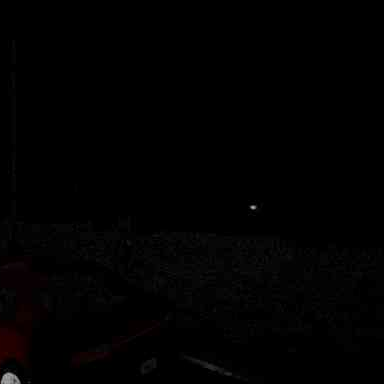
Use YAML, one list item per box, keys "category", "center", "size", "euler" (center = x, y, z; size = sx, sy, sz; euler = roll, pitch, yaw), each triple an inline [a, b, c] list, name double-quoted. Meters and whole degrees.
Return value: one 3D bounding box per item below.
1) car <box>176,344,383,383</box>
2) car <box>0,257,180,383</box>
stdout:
- category: "car"
  center: [2.317, 1.531, 1.307]
  size: [4.507, 1.381, 1.887]
  euler: [-1, 0, 36]
- category: "car"
  center: [-2.242, 1.594, 4.563]
  size: [4.507, 1.381, 1.887]
  euler: [-1, 0, 36]
